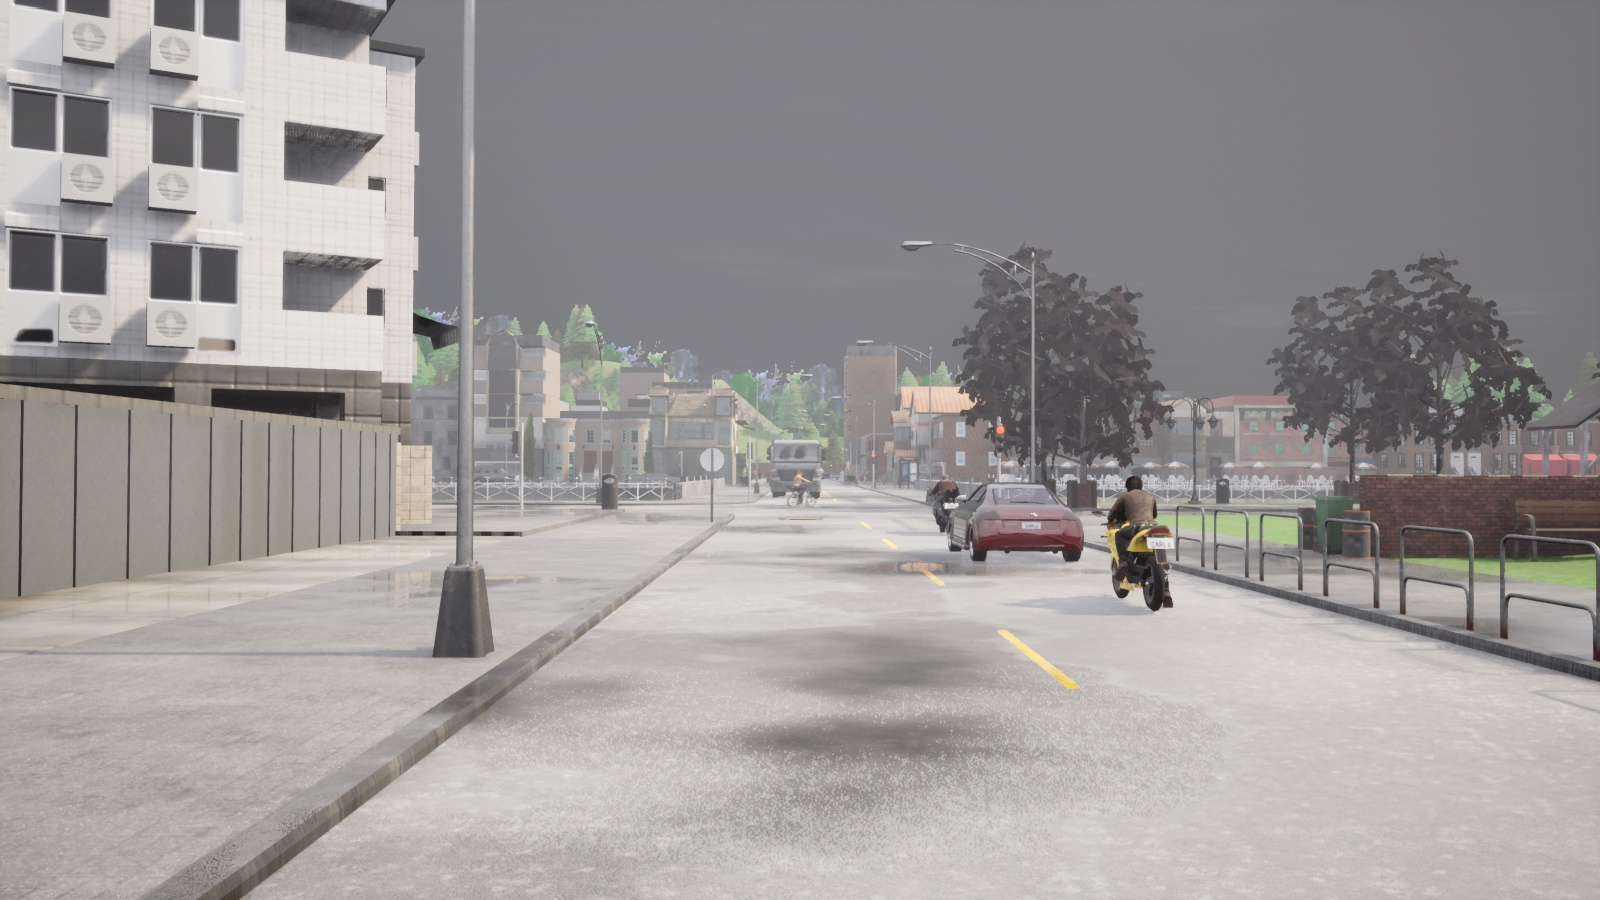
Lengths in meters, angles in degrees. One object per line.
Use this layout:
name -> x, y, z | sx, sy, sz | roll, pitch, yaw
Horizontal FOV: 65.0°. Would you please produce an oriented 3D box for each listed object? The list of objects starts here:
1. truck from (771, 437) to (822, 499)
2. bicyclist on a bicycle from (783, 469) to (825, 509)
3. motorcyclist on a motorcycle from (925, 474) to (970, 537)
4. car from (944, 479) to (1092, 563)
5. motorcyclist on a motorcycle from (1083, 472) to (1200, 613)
truck -> -0.218, 1.085, 74.708 | 2.891, 3.462, 7.936 | 0, -1, 0
bicyclist on a bicycle -> 0.161, 1.623, 52.057 | 1.509, 1.612, 0.866 | 1, -3, -39
motorcyclist on a motorcycle -> 3.677, 1.362, 31.448 | 0.866, 1.530, 2.191 | 0, -1, 0
car -> 3.933, 1.254, 23.348 | 1.994, 1.385, 4.181 | 0, -1, 0
motorcyclist on a motorcycle -> 3.957, 1.028, 14.727 | 0.797, 1.523, 2.044 | 0, -1, 0
